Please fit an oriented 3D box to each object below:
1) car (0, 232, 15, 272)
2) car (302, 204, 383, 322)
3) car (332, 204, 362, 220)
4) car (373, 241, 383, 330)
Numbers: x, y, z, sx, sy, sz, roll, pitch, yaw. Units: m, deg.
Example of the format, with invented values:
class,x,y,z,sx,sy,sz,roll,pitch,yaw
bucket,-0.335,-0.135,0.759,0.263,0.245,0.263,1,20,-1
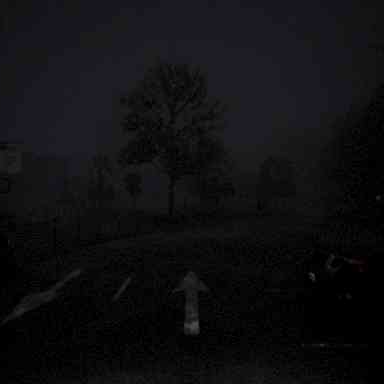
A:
class,x,y,z,sx,sy,sz,roll,pitch,yaw
car,-7.171,1.399,8.454,4.553,1.767,2.185,0,0,0
car,5.046,1.258,6.334,5.566,2.045,2.435,0,0,0
car,16.832,2.065,36.042,1.882,1.535,5.008,-1,-2,37
car,5.079,1.494,3.664,4.892,1.521,2.231,0,0,0
